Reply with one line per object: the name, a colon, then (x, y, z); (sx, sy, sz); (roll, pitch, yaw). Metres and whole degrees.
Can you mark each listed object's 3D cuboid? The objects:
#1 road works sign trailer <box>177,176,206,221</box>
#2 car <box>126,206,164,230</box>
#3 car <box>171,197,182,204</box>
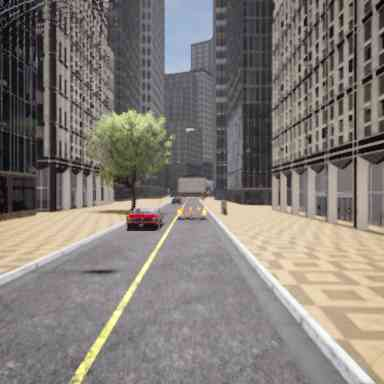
road works sign trailer: (-0.011, 0.456, 27.490); (2.380, 3.560, 2.880); (0, 0, 0)
car: (-2.858, 1.594, 20.953); (1.895, 1.301, 4.718); (0, 0, 0)
car: (-2.800, 1.581, 62.068); (1.994, 1.385, 4.181); (0, 0, 1)
